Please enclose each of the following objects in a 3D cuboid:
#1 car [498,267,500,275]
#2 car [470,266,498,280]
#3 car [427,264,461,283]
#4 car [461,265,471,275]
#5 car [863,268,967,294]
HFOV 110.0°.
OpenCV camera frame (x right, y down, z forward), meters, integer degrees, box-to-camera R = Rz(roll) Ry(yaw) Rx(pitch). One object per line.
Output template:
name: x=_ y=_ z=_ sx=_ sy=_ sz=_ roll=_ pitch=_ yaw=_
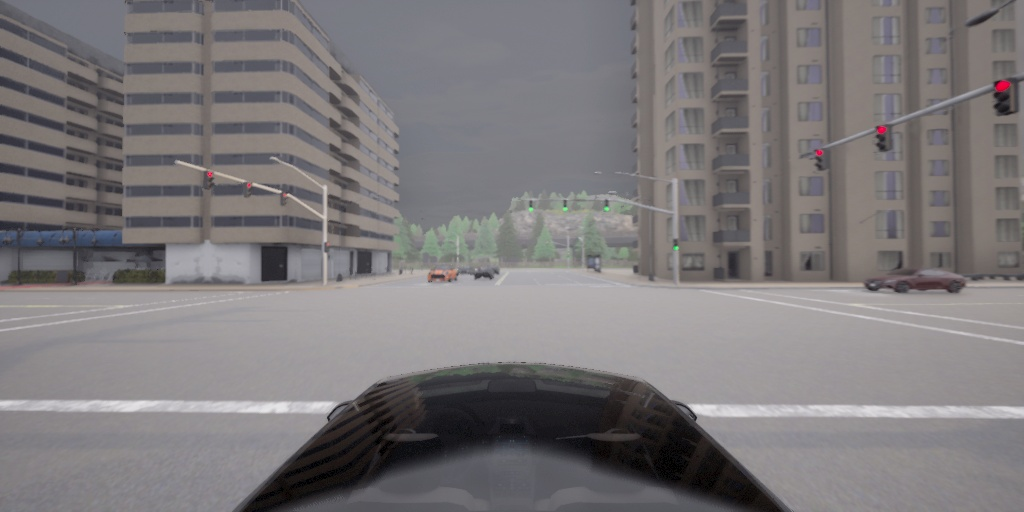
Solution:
car: x=-2.709 y=1.995 z=49.672 sx=1.895 sy=1.301 sz=4.718 roll=0 pitch=-1 yaw=1
car: x=-2.923 y=1.848 z=38.290 sx=1.895 sy=1.301 sz=4.718 roll=0 pitch=-1 yaw=1
car: x=-6.510 y=1.563 z=33.845 sx=2.097 sy=1.767 sz=4.553 roll=0 pitch=-1 yaw=1
car: x=-6.231 y=1.967 z=48.742 sx=1.994 sy=1.385 sz=4.181 roll=0 pitch=-1 yaw=1
car: x=23.180 y=1.391 z=20.696 sx=4.674 sy=1.442 sz=1.812 roll=0 pitch=-1 yaw=1
